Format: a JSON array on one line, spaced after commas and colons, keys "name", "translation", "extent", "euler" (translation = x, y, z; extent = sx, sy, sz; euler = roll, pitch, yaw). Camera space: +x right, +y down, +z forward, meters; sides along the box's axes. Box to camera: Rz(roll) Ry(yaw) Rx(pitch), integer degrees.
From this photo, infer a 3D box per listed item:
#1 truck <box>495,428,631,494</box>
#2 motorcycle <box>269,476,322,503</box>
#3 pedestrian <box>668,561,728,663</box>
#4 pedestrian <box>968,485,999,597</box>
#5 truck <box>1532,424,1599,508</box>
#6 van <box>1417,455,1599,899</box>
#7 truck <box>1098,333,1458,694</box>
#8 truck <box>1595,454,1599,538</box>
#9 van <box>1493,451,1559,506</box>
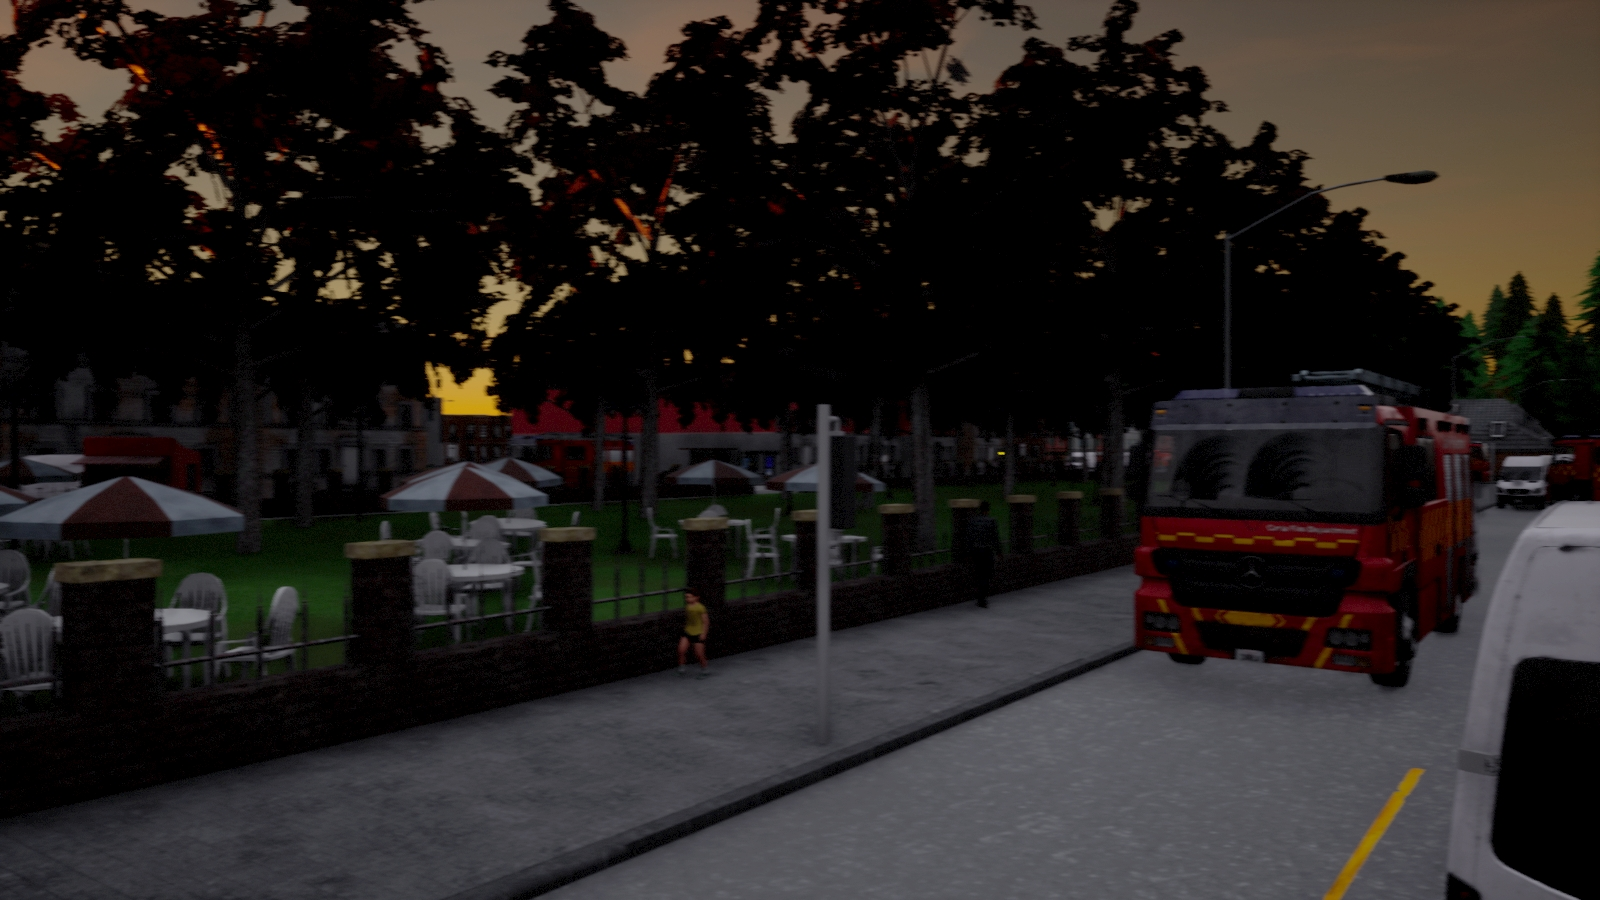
[{"name": "truck", "translation": [-14.449, 0.630, 70.417], "extent": [2.891, 3.827, 8.468], "euler": [0, 0, 36]}, {"name": "motorcycle", "translation": [-24.653, 1.931, 55.887], "extent": [0.867, 1.251, 2.209], "euler": [0, 0, 36]}, {"name": "pedestrian", "translation": [-1.195, 1.891, 13.440], "extent": [0.500, 1.100, 0.500], "euler": [0, 0, 36]}, {"name": "pedestrian", "translation": [3.117, 1.525, 19.393], "extent": [0.375, 1.860, 0.375], "euler": [0, 0, 36]}, {"name": "truck", "translation": [38.187, 0.720, 51.843], "extent": [2.891, 3.827, 8.468], "euler": [0, 0, -18]}, {"name": "van", "translation": [4.683, 1.320, 5.783], "extent": [1.988, 2.561, 5.915], "euler": [0, 0, 36]}, {"name": "truck", "translation": [7.263, 0.678, 16.389], "extent": [2.891, 3.827, 8.468], "euler": [0, 0, 36]}, {"name": "truck", "translation": [26.158, 1.383, 35.209], "extent": [2.627, 2.467, 5.204], "euler": [0, 0, 36]}, {"name": "van", "translation": [36.075, 1.362, 56.703], "extent": [1.988, 2.561, 5.915], "euler": [0, 0, 40]}]
